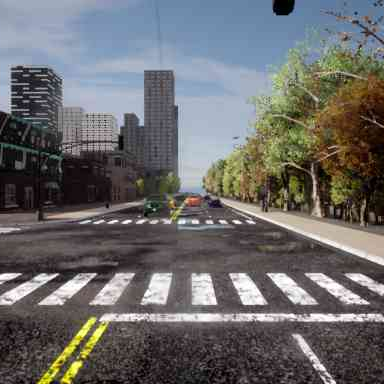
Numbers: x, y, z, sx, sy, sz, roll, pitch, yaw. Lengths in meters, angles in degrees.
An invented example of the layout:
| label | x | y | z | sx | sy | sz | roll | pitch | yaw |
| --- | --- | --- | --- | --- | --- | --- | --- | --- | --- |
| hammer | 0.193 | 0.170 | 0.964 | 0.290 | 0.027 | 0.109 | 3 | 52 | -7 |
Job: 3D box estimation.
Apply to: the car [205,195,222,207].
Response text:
| label | x | y | z | sx | sy | sz | roll | pitch | yaw |
| --- | --- | --- | --- | --- | --- | --- | --- | --- | --- |
| car | 3.424 | 1.545 | 50.693 | 1.994 | 1.385 | 4.181 | 0 | 0 | 0 |

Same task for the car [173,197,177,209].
| label | x | y | z | sx | sy | sz | roll | pitch | yaw |
| --- | --- | --- | --- | --- | --- | --- | --- | --- | --- |
| car | -3.277 | 1.463 | 42.276 | 1.882 | 1.535 | 5.008 | 0 | 0 | 0 |

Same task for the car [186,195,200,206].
| label | x | y | z | sx | sy | sz | roll | pitch | yaw |
| --- | --- | --- | --- | --- | --- | --- | --- | --- | --- |
| car | 0.178 | 1.332 | 53.909 | 2.097 | 1.767 | 4.553 | 0 | 0 | 0 |

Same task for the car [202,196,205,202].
| label | x | y | z | sx | sy | sz | roll | pitch | yaw |
| --- | --- | --- | --- | --- | --- | --- | --- | --- | --- |
| car | 3.357 | 1.470 | 73.118 | 1.837 | 1.490 | 4.892 | 0 | 0 | 0 |

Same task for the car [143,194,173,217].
| label | x | y | z | sx | sy | sz | roll | pitch | yaw |
| --- | --- | --- | --- | --- | --- | --- | --- | --- | --- |
| car | -3.296 | 1.211 | 32.094 | 2.150 | 2.045 | 5.566 | 0 | 0 | 0 |

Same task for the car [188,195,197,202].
| label | x | y | z | sx | sy | sz | roll | pitch | yaw |
| --- | --- | --- | --- | --- | --- | --- | --- | --- | --- |
| car | 0.119 | 1.448 | 72.852 | 1.882 | 1.535 | 5.008 | 0 | 0 | 0 |
